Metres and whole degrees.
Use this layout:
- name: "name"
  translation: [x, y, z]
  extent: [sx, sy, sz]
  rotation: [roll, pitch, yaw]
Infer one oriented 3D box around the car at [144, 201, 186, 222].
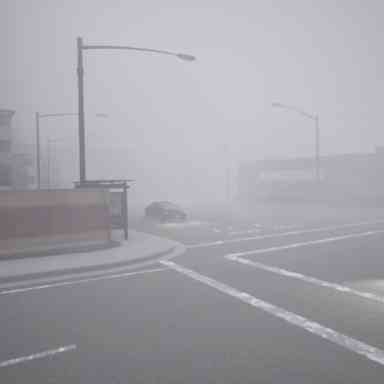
- name: "car"
  translation: [-2.205, 1.460, 25.774]
  extent: [1.812, 1.442, 4.674]
  rotation: [-2, 1, -31]
